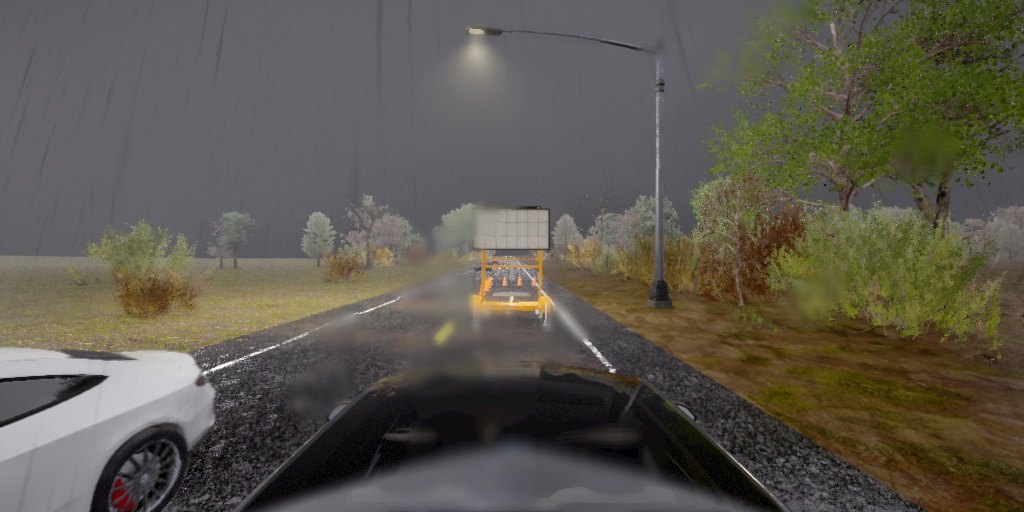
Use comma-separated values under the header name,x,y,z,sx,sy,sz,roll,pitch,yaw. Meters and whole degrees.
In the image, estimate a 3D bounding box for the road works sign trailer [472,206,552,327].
name,x,y,z,sx,sy,sz,roll,pitch,yaw
road works sign trailer,0.002,0.214,11.529,2.380,3.560,2.880,0,0,0

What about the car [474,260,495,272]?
name,x,y,z,sx,sy,sz,roll,pitch,yaw
car,-3.591,1.287,44.690,1.994,1.385,4.181,0,0,0

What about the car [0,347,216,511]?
name,x,y,z,sx,sy,sz,roll,pitch,yaw
car,-3.599,1.276,1.375,1.812,1.442,4.674,0,0,0
